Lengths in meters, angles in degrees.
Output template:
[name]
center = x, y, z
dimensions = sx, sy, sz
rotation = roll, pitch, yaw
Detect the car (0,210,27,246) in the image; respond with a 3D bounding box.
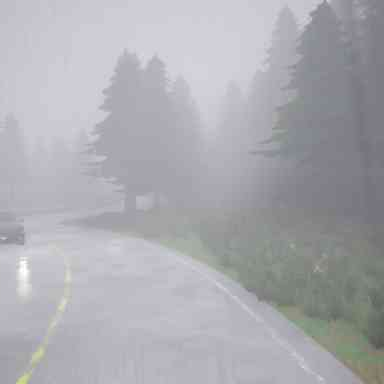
[car]
center = -8.747, 1.559, 14.689
dimensions = 1.837, 1.490, 4.892
rotation = 0, -1, -39
